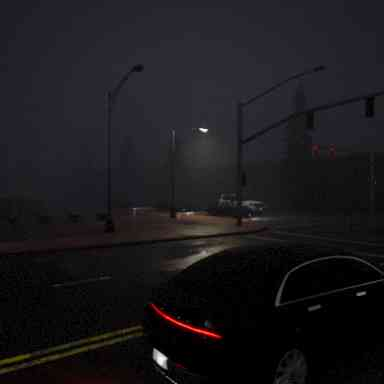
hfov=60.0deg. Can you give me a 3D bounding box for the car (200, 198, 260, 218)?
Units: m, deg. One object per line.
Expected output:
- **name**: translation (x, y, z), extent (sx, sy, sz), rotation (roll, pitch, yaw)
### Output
- **car**: translation (3.457, 1.619, 31.159), extent (2.033, 1.411, 5.357), rotation (0, 0, -36)

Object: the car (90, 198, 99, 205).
- **car**: translation (-16.377, 1.554, 61.267), extent (5.008, 1.535, 1.882), rotation (0, 0, 21)

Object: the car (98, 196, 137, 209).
- **car**: translation (-10.357, 1.664, 46.306), extent (4.718, 1.301, 1.895), rotation (0, 0, 34)

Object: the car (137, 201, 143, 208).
- **car**: translation (-9.560, 1.598, 49.903), extent (4.674, 1.442, 1.812), rotation (0, 0, 33)

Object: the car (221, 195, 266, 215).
- **car**: translation (5.105, 1.305, 34.785), extent (2.150, 2.045, 5.566), rotation (0, 0, -37)

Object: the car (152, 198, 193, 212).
- **car**: translation (-2.605, 1.618, 39.163), extent (2.033, 1.411, 5.357), rotation (0, 0, -39)

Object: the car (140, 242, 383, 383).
- **car**: translation (1.634, 1.520, 4.959), extent (4.892, 1.490, 1.837), rotation (0, 0, -35)

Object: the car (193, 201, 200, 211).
- **car**: translation (-0.968, 1.559, 42.437), extent (1.882, 1.535, 5.008), rotation (0, 0, -43)

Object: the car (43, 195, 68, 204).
- **car**: translation (-26.336, 1.405, 63.732), extent (4.553, 1.767, 2.097), rotation (0, 0, 9)
